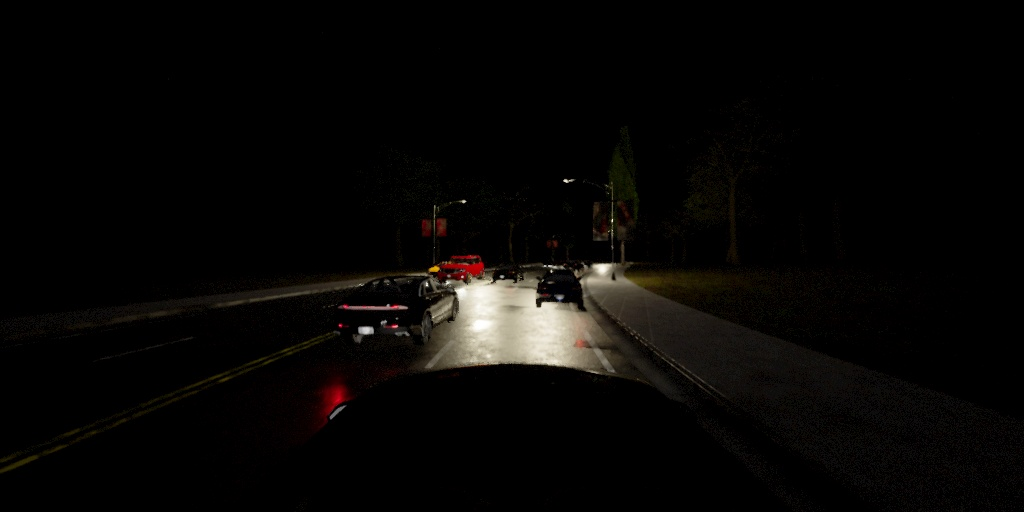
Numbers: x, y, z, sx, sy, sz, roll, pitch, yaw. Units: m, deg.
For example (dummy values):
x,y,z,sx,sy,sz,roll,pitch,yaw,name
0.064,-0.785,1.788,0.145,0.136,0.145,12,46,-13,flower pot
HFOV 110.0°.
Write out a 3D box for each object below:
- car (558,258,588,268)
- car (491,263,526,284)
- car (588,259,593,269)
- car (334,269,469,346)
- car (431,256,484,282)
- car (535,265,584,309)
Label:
x,y,z,sx,sy,sz,roll,pitch,yaw,name
7.297,1.165,42.359,2.128,1.511,4.902,-1,0,20,car
-0.215,1.283,27.348,1.812,1.442,4.674,0,0,12,car
10.618,1.152,52.244,1.837,1.490,4.892,-1,0,20,car
-2.732,1.259,9.523,2.128,1.511,4.902,0,0,4,car
-3.775,1.000,27.335,2.150,2.045,5.566,0,0,12,car
1.970,1.288,15.087,1.812,1.442,4.674,0,0,7,car
